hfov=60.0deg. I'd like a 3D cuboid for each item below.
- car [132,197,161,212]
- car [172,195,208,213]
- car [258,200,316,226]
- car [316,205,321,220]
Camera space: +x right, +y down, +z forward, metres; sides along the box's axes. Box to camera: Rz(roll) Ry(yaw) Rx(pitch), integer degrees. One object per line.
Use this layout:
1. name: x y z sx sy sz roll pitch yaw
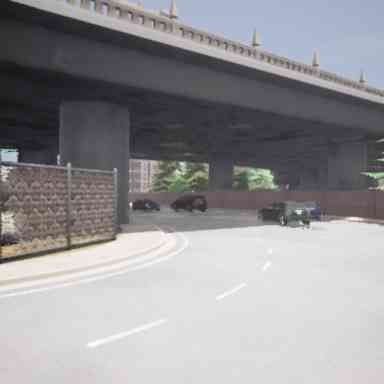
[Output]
1. car: -5.647 1.556 41.176 2.097 1.767 4.553 0 0 -33
2. car: -0.342 1.405 39.651 2.150 2.045 5.566 0 0 -32
3. car: 6.727 1.452 24.693 2.097 1.767 4.553 0 0 -15
4. car: 9.004 1.466 28.886 2.097 1.767 4.553 0 0 -19
